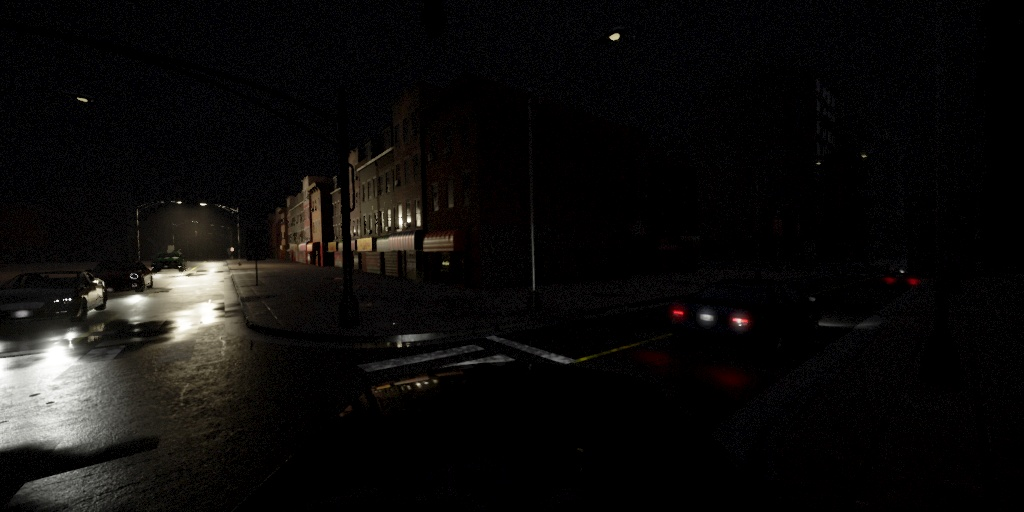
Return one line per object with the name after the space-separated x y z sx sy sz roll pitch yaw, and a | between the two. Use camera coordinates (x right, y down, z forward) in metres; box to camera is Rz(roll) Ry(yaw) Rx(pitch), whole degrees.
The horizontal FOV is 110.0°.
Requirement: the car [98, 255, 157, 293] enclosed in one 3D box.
-20.445 1.002 18.665 2.097 1.767 4.553 -2 2 -39 | car

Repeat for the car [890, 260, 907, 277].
33.125 1.021 29.704 4.674 1.442 1.812 0 0 -29 | car

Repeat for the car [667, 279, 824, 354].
5.872 1.268 8.767 5.357 1.411 2.033 0 0 -39 | car

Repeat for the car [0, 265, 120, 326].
-14.534 1.241 11.329 2.128 1.511 4.902 -2 2 -40 | car

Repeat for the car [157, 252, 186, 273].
-34.163 0.629 35.769 2.150 2.045 5.566 -2 2 -38 | car
